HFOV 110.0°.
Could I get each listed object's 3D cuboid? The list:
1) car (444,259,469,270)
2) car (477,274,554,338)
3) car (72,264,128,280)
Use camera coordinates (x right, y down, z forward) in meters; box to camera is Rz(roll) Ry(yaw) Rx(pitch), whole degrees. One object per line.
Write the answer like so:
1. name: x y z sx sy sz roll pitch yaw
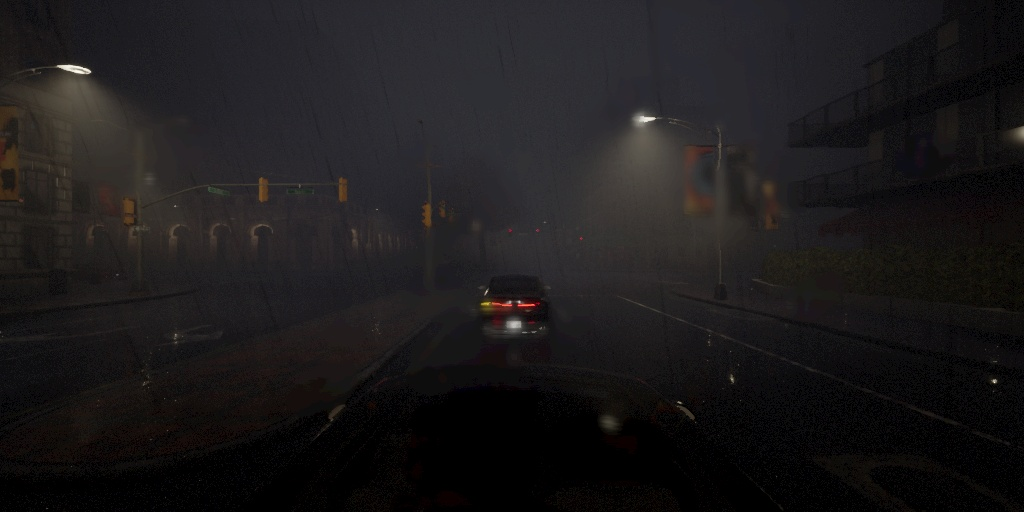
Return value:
1. car: -8.043 1.241 52.342 2.128 1.511 4.902 0 0 0
2. car: 0.081 1.255 10.180 1.837 1.490 4.892 0 0 0
3. car: -33.475 1.314 28.596 4.181 1.385 1.994 0 0 0
